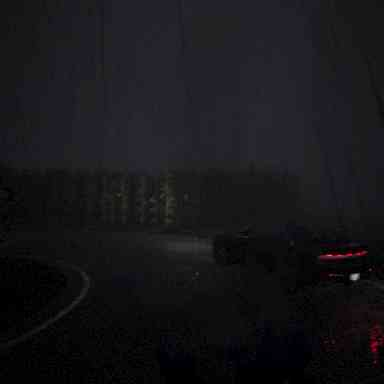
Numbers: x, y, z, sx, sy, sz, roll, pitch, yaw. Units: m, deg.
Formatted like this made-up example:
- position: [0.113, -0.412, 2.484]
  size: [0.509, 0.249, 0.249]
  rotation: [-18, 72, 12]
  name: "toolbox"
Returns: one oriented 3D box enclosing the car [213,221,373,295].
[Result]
- position: [2.315, 1.526, 9.028]
  size: [2.128, 1.511, 4.902]
  rotation: [1, 0, -25]
  name: "car"
